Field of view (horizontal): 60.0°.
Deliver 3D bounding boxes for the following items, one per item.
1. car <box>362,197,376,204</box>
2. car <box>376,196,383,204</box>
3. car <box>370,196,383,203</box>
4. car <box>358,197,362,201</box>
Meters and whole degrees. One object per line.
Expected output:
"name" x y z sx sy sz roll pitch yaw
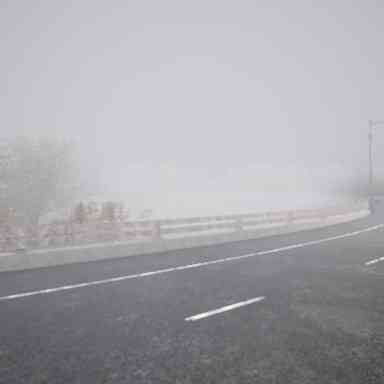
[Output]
"car" 38.753 1.790 71.186 1.882 1.535 5.008 0 0 11
"car" 36.489 1.571 62.042 1.837 1.490 4.892 0 0 16
"car" 43.339 1.686 77.239 1.812 1.442 4.674 0 0 6
"car" 39.876 1.740 77.746 1.994 1.385 4.181 0 0 6
